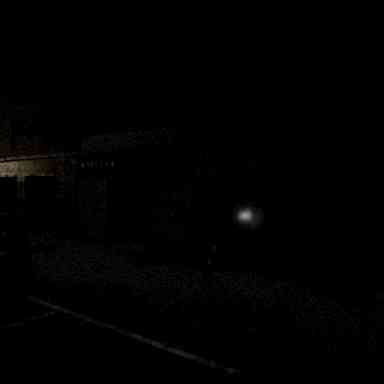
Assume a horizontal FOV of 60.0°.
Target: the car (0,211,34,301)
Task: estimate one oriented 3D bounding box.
[{"bbox_3d":[-5.284,1.256,6.852,5.009,1.841,2.192,1,1,36],"label":"car"}]
